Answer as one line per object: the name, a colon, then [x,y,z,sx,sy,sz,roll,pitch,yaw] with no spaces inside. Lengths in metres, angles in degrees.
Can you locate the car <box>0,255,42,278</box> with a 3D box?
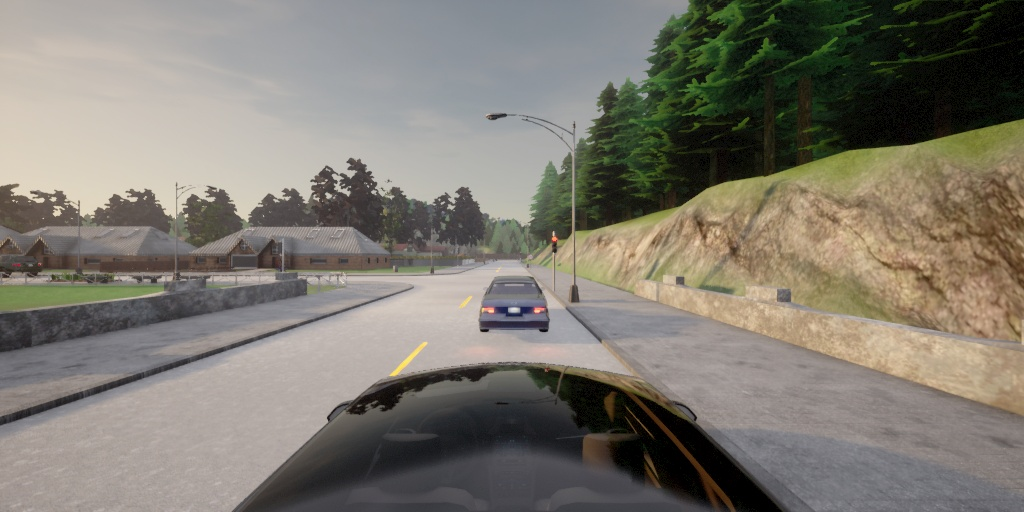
car: [-47.375,0.971,33.322,5.566,2.045,2.150,0,0,1]

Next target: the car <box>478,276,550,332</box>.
car: [0.063,1.297,10.791,2.033,1.411,5.357,0,0,0]

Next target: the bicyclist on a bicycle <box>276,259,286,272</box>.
bicyclist on a bicycle: [-24.162,1.099,37.572,0.582,1.620,1.656,0,0,0]
